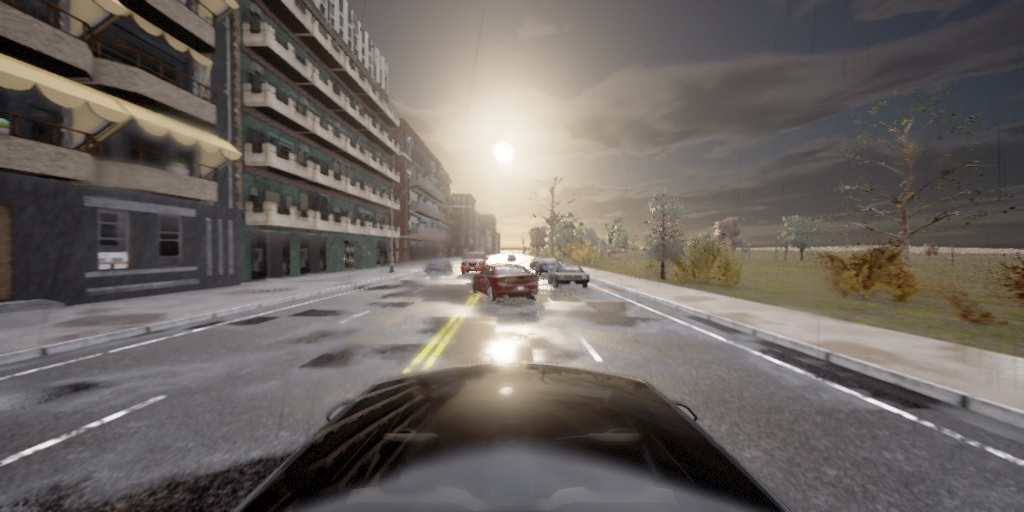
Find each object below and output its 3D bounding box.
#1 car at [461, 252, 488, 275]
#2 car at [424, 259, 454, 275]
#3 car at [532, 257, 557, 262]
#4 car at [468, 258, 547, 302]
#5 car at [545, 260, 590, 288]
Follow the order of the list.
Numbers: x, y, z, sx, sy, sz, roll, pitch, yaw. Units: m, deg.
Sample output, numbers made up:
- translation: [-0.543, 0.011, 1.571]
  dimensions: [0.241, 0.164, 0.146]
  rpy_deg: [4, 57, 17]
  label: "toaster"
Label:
- translation: [-3.348, 0.624, 33.073]
  dimensions: [2.150, 2.045, 5.566]
  rpy_deg: [0, 1, 0]
  label: "car"
- translation: [-6.599, 0.953, 33.047]
  dimensions: [2.033, 1.411, 5.357]
  rpy_deg: [0, 1, 0]
  label: "car"
- translation: [3.245, 0.917, 32.373]
  dimensions: [2.163, 1.488, 4.792]
  rpy_deg: [0, 1, 0]
  label: "car"
- translation: [-0.430, 1.068, 16.176]
  dimensions: [1.882, 1.535, 5.008]
  rpy_deg: [-1, 1, -18]
  label: "car"
- translation: [3.247, 1.134, 21.375]
  dimensions: [1.895, 1.301, 4.718]
  rpy_deg: [0, 1, 0]
  label: "car"
